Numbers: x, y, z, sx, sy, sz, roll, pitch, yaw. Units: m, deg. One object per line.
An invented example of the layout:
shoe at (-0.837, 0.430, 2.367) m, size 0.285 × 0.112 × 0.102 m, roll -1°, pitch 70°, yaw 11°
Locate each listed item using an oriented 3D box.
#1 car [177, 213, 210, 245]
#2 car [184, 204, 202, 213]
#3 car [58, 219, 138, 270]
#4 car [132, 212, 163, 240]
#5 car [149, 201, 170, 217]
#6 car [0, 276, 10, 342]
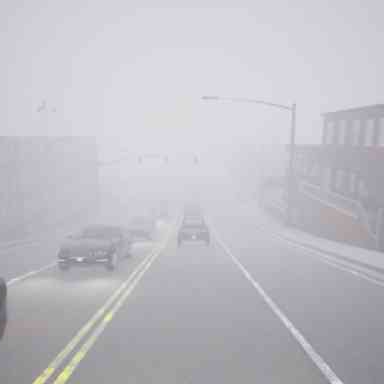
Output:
car at (0.098, 2.315, 20.403) m, size 2.128 × 1.511 × 4.902 m, roll 0°, pitch -2°, yaw 0°
car at (0.080, 1.941, 36.026) m, size 1.895 × 1.301 × 4.718 m, roll 0°, pitch 5°, yaw 0°
car at (-3.551, 2.011, 12.982) m, size 1.837 × 1.490 × 4.892 m, roll 0°, pitch -3°, yaw 0°
car at (-3.502, 2.426, 23.396) m, size 2.033 × 1.411 × 5.357 m, roll 0°, pitch -1°, yaw 0°
car at (-3.521, 1.778, 36.572) m, size 2.128 × 1.511 × 4.902 m, roll 0°, pitch 6°, yaw 0°
car at (-3.589, 1.538, 2.768) m, size 1.882 × 1.535 × 5.008 m, roll 0°, pitch -2°, yaw 0°
